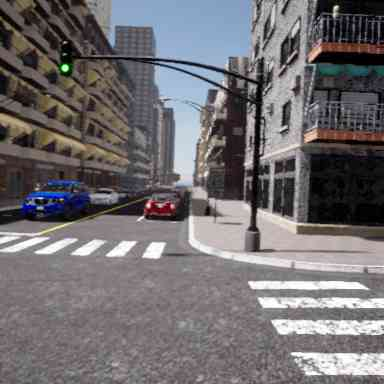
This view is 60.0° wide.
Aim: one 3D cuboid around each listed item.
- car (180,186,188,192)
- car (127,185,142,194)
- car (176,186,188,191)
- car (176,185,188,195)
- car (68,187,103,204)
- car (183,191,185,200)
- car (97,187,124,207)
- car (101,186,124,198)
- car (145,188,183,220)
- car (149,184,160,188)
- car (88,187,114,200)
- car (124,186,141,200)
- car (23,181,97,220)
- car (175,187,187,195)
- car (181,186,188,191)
[{"bbox_3d":[-1.996,-0.676,82.186,1.887,1.381,4.507,3,1,0],"label":"car"},{"bbox_3d":[-10.314,-0.456,60.027,1.887,1.381,4.507,3,1,0],"label":"car"},{"bbox_3d":[-1.916,0.225,48.993,1.802,1.307,4.206,3,1,0],"label":"car"},{"bbox_3d":[-1.944,-0.474,65.582,2.192,1.841,5.009,3,1,0],"label":"car"},{"bbox_3d":[-10.247,0.275,32.366,2.008,1.369,4.403,3,2,0],"label":"car"},{"bbox_3d":[-1.860,0.777,26.862,2.008,1.369,4.403,3,2,0],"label":"car"},{"bbox_3d":[-7.652,0.442,29.251,1.812,1.442,4.674,2,2,0],"label":"car"},{"bbox_3d":[-10.274,-0.001,43.432,1.947,1.339,4.313,3,1,0],"label":"car"},{"bbox_3d":[-1.841,0.812,21.327,1.967,1.590,4.097,3,2,0],"label":"car"},{"bbox_3d":[-10.382,-1.168,87.689,2.008,1.369,4.403,3,1,0],"label":"car"},{"bbox_3d":[-10.261,0.160,37.899,1.802,1.307,4.206,3,2,0],"label":"car"},{"bbox_3d":[-7.662,0.134,39.676,2.128,1.511,4.902,2,1,0],"label":"car"},{"bbox_3d":[-7.614,0.398,19.449,2.150,2.045,5.566,2,1,0],"label":"car"},{"bbox_3d":[-1.902,0.370,43.461,1.802,1.307,4.206,3,1,0],"label":"car"},{"bbox_3d":[-2.024,-0.940,93.251,1.947,1.339,4.313,3,1,0],"label":"car"}]
